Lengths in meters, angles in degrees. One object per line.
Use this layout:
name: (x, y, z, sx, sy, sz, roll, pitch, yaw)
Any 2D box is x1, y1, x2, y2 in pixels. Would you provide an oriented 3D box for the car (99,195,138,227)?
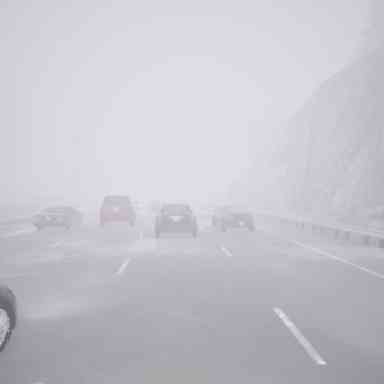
car: (-5.006, 1.213, 23.016, 2.150, 2.045, 5.566, 0, 0, -7)

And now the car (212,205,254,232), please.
car: (2.386, 1.503, 19.947, 1.812, 1.442, 4.674, 0, 0, -6)

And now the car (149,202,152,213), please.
car: (-3.681, 1.577, 36.629, 1.895, 1.301, 4.718, 0, 0, -11)

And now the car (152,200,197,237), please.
car: (-0.953, 1.338, 18.085, 2.097, 1.767, 4.553, 0, 0, -6)

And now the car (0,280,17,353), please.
car: (-3.525, 1.510, 3.087, 1.837, 1.490, 4.892, 0, 0, -1)

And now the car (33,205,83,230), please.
car: (-8.258, 1.547, 20.966, 2.033, 1.411, 5.357, 0, 0, -7)
